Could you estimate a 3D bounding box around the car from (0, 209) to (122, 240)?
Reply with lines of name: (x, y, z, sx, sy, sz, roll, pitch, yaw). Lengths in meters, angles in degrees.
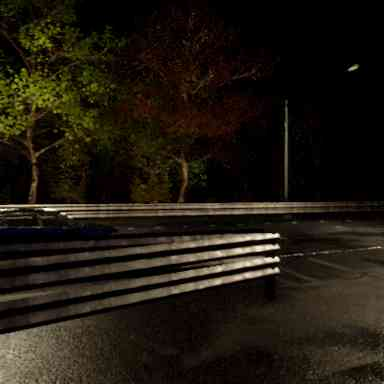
car: (-4.605, 1.351, 10.386, 4.856, 1.649, 2.033, 0, 0, -22)
